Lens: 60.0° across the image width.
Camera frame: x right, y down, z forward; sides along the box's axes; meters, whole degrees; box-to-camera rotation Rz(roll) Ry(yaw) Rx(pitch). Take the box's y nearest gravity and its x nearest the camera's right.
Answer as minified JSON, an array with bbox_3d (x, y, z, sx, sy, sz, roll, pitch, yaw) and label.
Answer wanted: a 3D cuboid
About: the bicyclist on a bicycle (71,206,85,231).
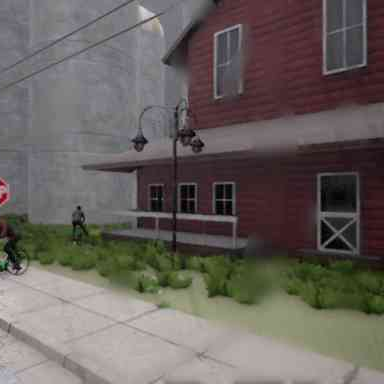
[{"bbox_3d":[-4.641,1.387,13.538,0.582,1.620,1.656,0,0,-8],"label":"bicyclist on a bicycle"}]

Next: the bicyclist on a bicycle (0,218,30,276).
[{"bbox_3d":[-4.694,1.357,8.176,0.582,1.620,1.656,0,-1,25],"label":"bicyclist on a bicycle"}]
